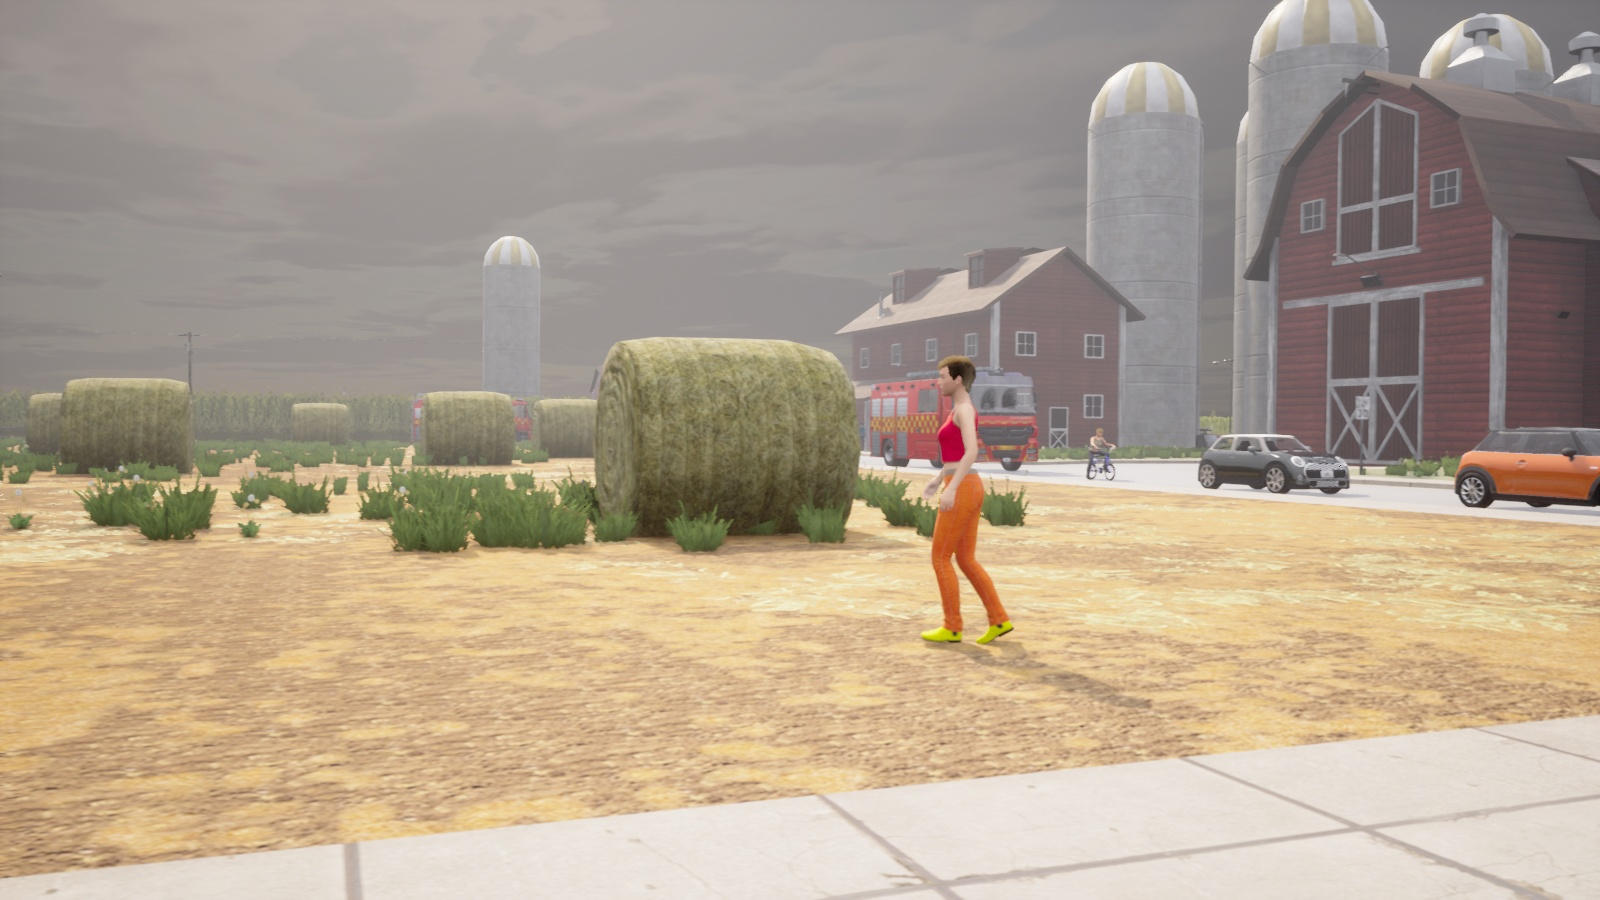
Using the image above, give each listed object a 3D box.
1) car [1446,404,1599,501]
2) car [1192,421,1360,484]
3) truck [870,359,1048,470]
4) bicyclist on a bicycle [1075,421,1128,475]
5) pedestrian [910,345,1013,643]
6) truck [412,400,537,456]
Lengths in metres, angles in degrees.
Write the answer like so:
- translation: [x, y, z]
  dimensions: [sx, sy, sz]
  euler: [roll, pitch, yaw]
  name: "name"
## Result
- translation: [15.199, 0.016, 24.287]
  dimensions: [2.097, 1.767, 4.553]
  euler: [-1, 1, -22]
  name: "car"
- translation: [12.073, 0.035, 32.093]
  dimensions: [1.970, 1.475, 3.806]
  euler: [-1, 1, -22]
  name: "car"
- translation: [5.786, -1.300, 47.711]
  dimensions: [2.891, 3.827, 8.468]
  euler: [-2, 1, -22]
  name: "truck"
- translation: [9.339, -0.075, 38.893]
  dimensions: [0.866, 1.612, 1.509]
  euler: [-1, 1, -22]
  name: "bicyclist on a bicycle"
- translation: [1.029, 0.273, 7.978]
  dimensions: [0.594, 1.836, 0.345]
  euler: [0, 1, 14]
  name: "pedestrian"
- translation: [-23.528, -1.614, 90.820]
  dimensions: [8.468, 3.827, 2.891]
  euler: [-1, 1, -21]
  name: "truck"
